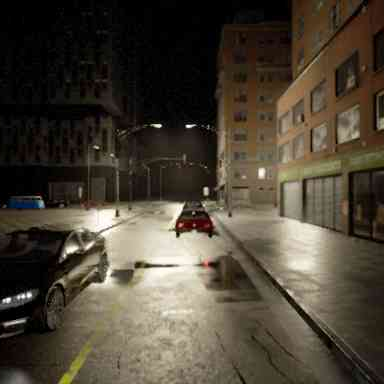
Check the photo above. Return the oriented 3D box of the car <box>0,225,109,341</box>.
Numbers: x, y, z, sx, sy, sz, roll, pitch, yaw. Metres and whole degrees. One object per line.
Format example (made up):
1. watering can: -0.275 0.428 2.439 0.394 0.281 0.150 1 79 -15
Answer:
1. car: -3.087 1.492 6.848 2.128 1.511 4.902 0 0 0

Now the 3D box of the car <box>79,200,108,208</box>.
1. car: -14.455 1.690 48.955 4.206 1.307 1.802 0 0 0

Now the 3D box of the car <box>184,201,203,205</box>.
1. car: 0.106 1.468 28.029 1.882 1.535 5.008 0 0 0

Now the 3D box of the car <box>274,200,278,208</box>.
1. car: 12.119 1.404 40.395 4.313 1.339 1.947 0 0 0

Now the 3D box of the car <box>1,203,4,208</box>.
1. car: -25.752 1.739 48.970 4.403 1.369 2.008 0 0 0

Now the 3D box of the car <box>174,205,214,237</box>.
1. car: 0.104 1.598 17.881 1.895 1.301 4.718 0 0 0

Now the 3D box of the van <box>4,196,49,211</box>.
1. van: -20.107 1.417 40.438 3.998 1.788 1.690 0 0 0

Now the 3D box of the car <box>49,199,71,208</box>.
1. car: -20.103 1.714 48.962 4.313 1.339 1.947 0 0 0
